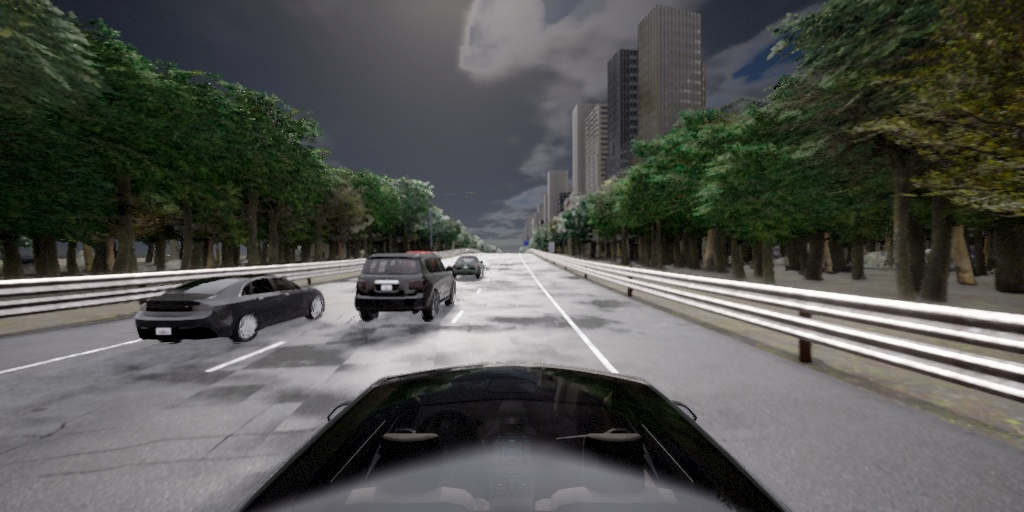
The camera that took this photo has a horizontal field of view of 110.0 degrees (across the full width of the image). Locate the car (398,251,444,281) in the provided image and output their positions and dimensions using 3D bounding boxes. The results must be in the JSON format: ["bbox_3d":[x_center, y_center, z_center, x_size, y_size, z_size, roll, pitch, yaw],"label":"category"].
[{"bbox_3d":[-6.904,0.655,27.865,2.150,2.045,5.566,0,2,0],"label":"car"}]

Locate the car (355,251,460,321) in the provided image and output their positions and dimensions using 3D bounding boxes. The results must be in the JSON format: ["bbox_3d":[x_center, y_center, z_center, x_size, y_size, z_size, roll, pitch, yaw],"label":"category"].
[{"bbox_3d":[-3.402,0.927,12.419,2.150,2.045,5.566,0,1,0],"label":"car"}]

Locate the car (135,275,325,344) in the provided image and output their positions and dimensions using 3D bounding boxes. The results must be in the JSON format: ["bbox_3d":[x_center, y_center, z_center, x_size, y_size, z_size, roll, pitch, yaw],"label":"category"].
[{"bbox_3d":[-6.905,1.235,9.532,1.837,1.490,4.892,0,0,0],"label":"car"}]

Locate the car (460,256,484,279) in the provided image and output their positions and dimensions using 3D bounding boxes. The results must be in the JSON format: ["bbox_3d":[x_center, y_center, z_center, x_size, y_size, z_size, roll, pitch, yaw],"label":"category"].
[{"bbox_3d":[-3.405,0.771,28.448,2.097,1.767,4.553,0,2,0],"label":"car"}]
